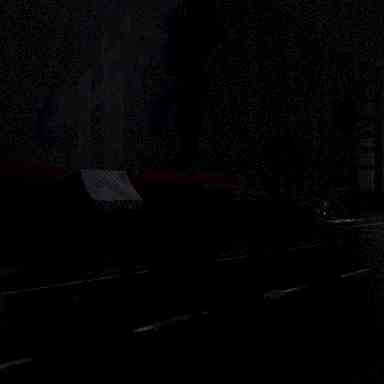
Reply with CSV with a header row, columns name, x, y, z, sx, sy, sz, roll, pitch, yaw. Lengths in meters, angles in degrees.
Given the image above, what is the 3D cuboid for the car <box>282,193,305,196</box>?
name,x,y,z,sx,sy,sz,roll,pitch,yaw
car,17.114,1.114,57.705,1.905,1.878,3.866,0,0,-36

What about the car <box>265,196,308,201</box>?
name,x,y,z,sx,sy,sz,roll,pitch,yaw
car,9.046,1.449,34.426,1.837,1.490,4.892,0,0,-36

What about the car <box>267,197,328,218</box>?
name,x,y,z,sx,sy,sz,roll,pitch,yaw
car,9.101,1.449,28.367,1.837,1.490,4.892,0,0,-36
